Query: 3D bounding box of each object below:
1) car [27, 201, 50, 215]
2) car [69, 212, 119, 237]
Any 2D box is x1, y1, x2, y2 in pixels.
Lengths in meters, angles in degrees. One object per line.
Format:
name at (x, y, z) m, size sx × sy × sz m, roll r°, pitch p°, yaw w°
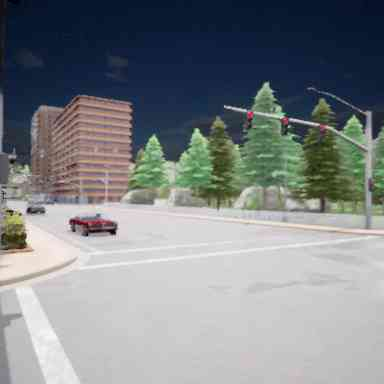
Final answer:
car at (-20.190, 2.210, 43.001) m, size 2.033 × 1.411 × 5.357 m, roll 1°, pitch -1°, yaw -32°
car at (-6.092, 1.925, 20.436) m, size 1.895 × 1.301 × 4.718 m, roll 1°, pitch -1°, yaw -32°
